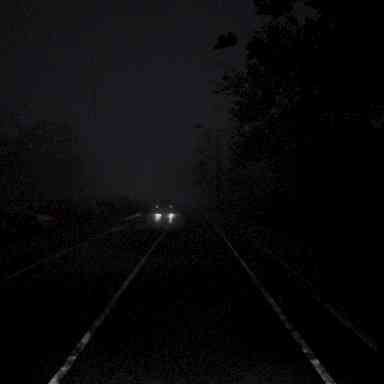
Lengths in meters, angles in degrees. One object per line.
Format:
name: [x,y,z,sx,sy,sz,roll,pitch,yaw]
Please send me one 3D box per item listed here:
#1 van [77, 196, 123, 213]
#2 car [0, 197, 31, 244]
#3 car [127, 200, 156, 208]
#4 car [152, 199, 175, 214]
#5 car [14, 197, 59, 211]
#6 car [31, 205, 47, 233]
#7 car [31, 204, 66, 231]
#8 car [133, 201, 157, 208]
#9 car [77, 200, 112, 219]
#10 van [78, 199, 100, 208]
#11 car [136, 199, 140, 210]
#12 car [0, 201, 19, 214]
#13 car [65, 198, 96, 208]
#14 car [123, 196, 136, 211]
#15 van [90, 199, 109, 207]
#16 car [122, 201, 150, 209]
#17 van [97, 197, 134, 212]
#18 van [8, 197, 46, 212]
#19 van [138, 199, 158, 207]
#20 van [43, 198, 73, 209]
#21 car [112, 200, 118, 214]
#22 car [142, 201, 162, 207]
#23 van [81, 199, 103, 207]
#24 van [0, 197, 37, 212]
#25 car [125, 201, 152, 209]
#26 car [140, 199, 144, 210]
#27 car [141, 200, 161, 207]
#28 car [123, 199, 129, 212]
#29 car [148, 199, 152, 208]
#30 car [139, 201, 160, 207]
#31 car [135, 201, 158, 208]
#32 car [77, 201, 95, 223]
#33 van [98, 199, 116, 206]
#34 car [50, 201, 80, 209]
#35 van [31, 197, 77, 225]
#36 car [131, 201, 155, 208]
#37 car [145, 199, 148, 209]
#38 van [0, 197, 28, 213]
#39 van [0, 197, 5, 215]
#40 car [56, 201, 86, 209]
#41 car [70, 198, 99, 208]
van: [-10.176,1.531,36.230,4.442,1.987,1.878,0,-1,0]
car: [-10.291,1.271,14.023,5.566,2.045,2.435,0,-1,0]
car: [-10.069,2.493,66.737,5.366,1.575,1.946,0,-2,0]
car: [-3.313,1.750,41.428,2.097,1.767,4.553,0,-1,0]
car: [-23.327,1.802,50.116,5.566,2.045,2.435,0,-2,0]
car: [-10.346,1.581,16.796,4.792,1.488,2.163,0,-1,0]
car: [-10.315,1.621,19.571,4.674,1.452,2.002,0,-1,0]
car: [-10.218,2.674,72.287,4.792,1.488,2.163,0,-2,0]
car: [-10.269,1.728,30.674,4.792,1.488,2.163,0,-1,0]
van: [-23.207,2.496,75.163,4.442,1.987,1.878,0,-2,0]
car: [-10.281,2.018,47.310,4.674,1.452,2.002,0,-2,0]
car: [-23.374,1.789,39.176,5.008,1.535,2.097,0,-1,0]
car: [-23.303,2.322,69.626,5.566,2.045,2.435,0,-2,0]
car: [-10.314,1.579,41.767,5.566,2.045,2.435,0,-2,0]
van: [-23.205,2.720,83.487,4.442,1.987,1.878,0,-2,0]
car: [-10.255,2.349,61.187,4.892,1.521,2.231,0,-2,0]
van: [-10.165,1.679,44.541,4.442,1.987,1.878,0,-2,0]
van: [-23.475,1.754,47.346,4.442,1.987,1.878,0,-2,0]
van: [-10.357,2.567,77.844,4.442,1.987,1.878,0,-2,0]
van: [-23.461,2.049,58.423,4.442,1.987,1.878,0,-2,0]
car: [-10.298,1.768,33.452,4.674,1.452,2.002,0,-1,0]
car: [-10.224,3.024,86.164,4.892,1.521,2.231,0,-2,0]
van: [-23.437,2.569,77.933,4.442,1.987,1.878,0,-2,0]
van: [-23.478,1.683,44.702,4.442,1.987,1.878,0,-2,0]
car: [-10.264,2.423,63.962,4.892,1.521,2.231,0,-2,0]
car: [-10.270,2.052,50.086,5.008,1.535,2.097,0,-2,0]
car: [-10.265,2.817,83.389,4.553,1.767,2.185,0,-2,0]
car: [-10.318,1.816,39.010,4.792,1.488,2.163,0,-1,0]
car: [-10.079,2.271,58.411,5.366,1.575,1.946,0,-2,0]
car: [-10.267,2.896,80.613,4.792,1.488,2.163,0,-2,0]
car: [-10.215,2.748,75.062,4.792,1.488,2.163,0,-2,0]
car: [-10.311,1.639,25.124,5.008,1.535,2.097,0,-1,0]
van: [-23.420,2.974,91.647,4.442,1.987,1.878,0,-2,0]
car: [-23.344,2.389,61.185,4.674,1.452,2.002,0,-2,0]
van: [-10.426,1.384,22.350,4.442,1.987,1.878,0,-1,0]
car: [-10.222,2.600,69.511,4.792,1.488,2.163,0,-2,0]
car: [-10.237,2.075,55.639,4.553,1.767,2.185,0,-2,0]
van: [-23.249,1.606,41.800,4.442,1.987,1.878,0,-1,0]
van: [-23.255,1.534,36.408,4.442,1.987,1.878,0,-1,0]
car: [-23.332,2.426,64.080,5.008,1.535,2.097,0,-2,0]
car: [-23.299,2.396,72.396,5.566,2.045,2.435,0,-2,0]
